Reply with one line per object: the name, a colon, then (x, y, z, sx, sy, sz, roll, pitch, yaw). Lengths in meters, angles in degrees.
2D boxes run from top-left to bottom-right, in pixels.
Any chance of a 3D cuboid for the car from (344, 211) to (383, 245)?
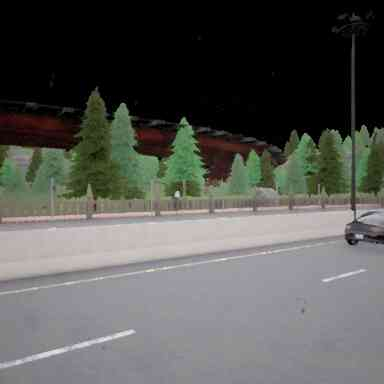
car: (8.269, 1.530, 14.066, 4.674, 1.442, 1.812, 0, 0, -35)
